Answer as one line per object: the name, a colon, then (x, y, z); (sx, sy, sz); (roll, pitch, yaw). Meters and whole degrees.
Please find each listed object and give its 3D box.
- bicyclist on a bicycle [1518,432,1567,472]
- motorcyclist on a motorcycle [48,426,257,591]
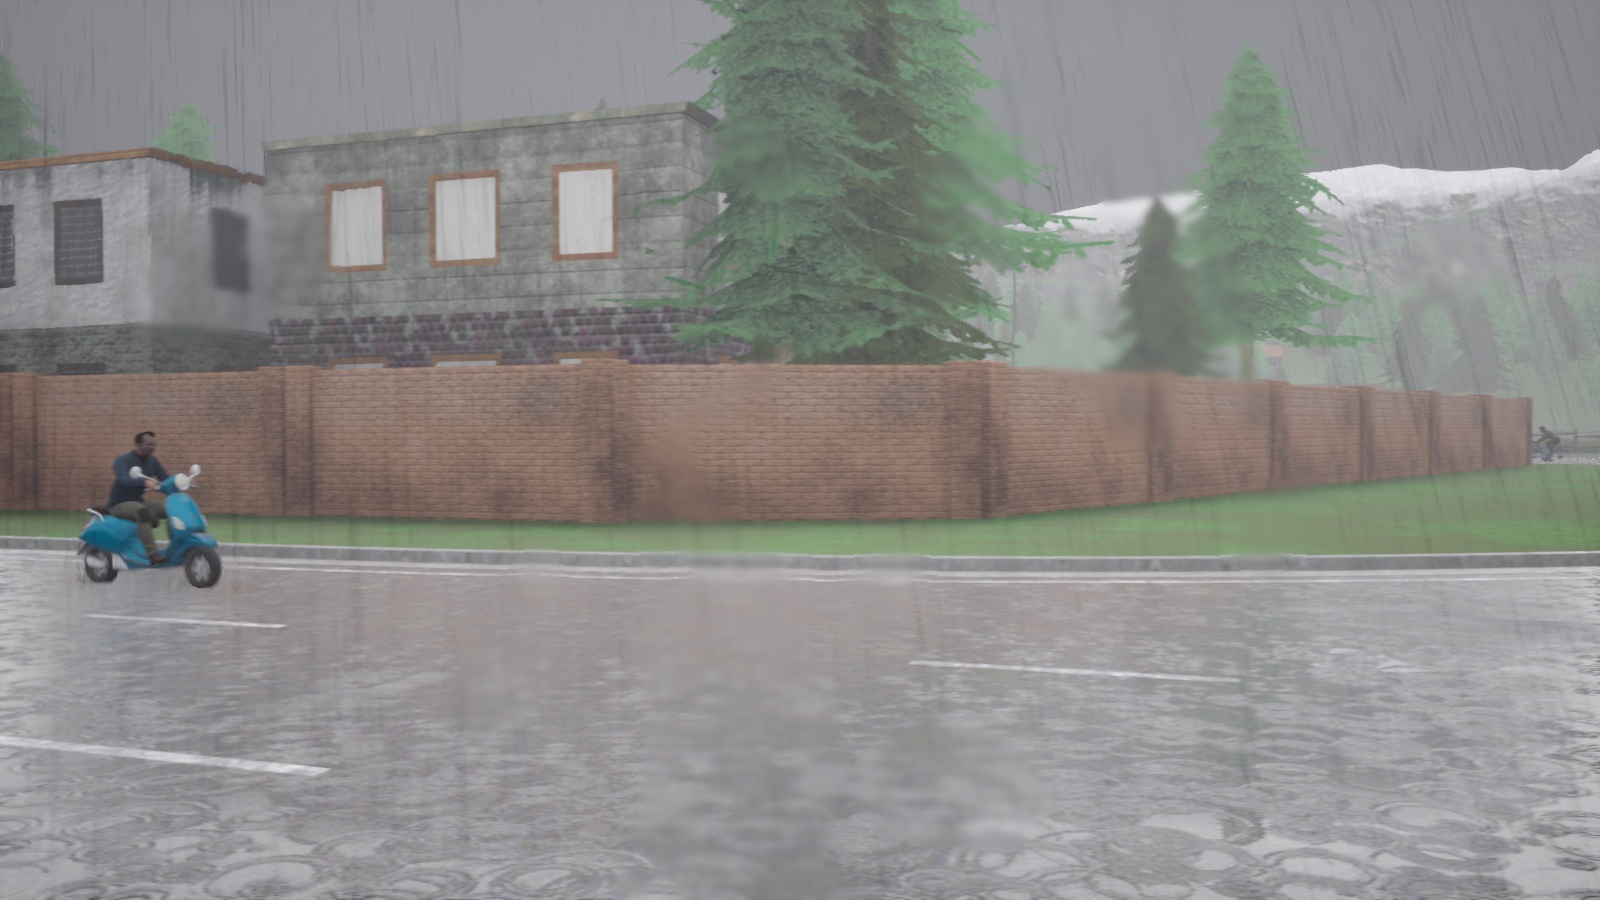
bicyclist on a bicycle: (30.526, 0.067, 51.643); (1.656, 1.620, 0.582); (0, 1, 19)
motorcyclist on a motorcycle: (-6.585, 0.550, 12.792); (1.817, 1.590, 0.866); (1, 1, 19)
